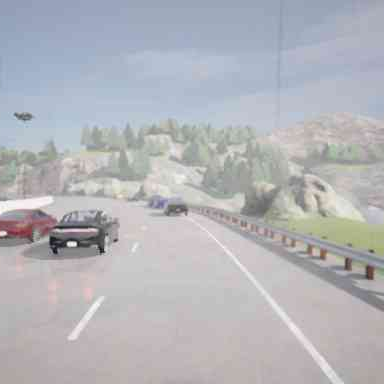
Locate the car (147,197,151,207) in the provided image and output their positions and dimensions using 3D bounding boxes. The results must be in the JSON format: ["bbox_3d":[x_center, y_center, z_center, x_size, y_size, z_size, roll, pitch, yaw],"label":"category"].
[{"bbox_3d":[-5.182,1.178,48.127,2.097,1.767,4.553,0,0,-14],"label":"car"}]

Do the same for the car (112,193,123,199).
[{"bbox_3d":[-18.453,1.018,82.380,1.882,1.535,5.008,0,0,-27],"label":"car"}]

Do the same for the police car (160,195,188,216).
[{"bbox_3d":[-1.587,1.309,31.154,1.930,1.638,5.238,0,0,-9],"label":"police car"}]

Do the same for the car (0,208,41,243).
[{"bbox_3d":[-7.724,1.483,15.540,1.812,1.442,4.674,0,0,-5],"label":"car"}]

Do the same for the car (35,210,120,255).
[{"bbox_3d":[-4.010,1.450,13.063,2.128,1.511,4.902,0,0,-4],"label":"car"}]

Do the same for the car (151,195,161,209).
[{"bbox_3d":[-3.653,1.326,41.778,1.882,1.535,5.008,0,0,-13],"label":"car"}]

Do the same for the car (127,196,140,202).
[{"bbox_3d":[-11.798,1.374,66.216,1.895,1.301,4.718,0,0,-20],"label":"car"}]
